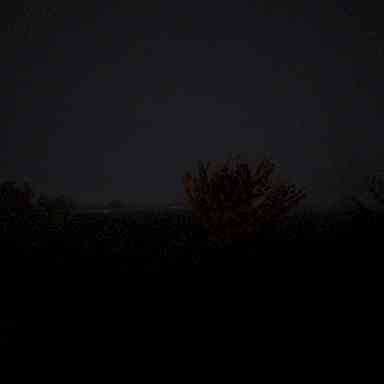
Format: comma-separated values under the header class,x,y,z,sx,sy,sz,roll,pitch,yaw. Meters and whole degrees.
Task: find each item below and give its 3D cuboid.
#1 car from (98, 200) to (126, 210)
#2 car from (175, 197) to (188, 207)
class,x,y,z,sx,sy,sz,roll,pitch,yaw
car,-12.227,1.962,51.093,1.812,1.442,4.674,-1,-1,36
car,-0.570,2.064,61.015,1.812,1.442,4.674,-1,-1,36
